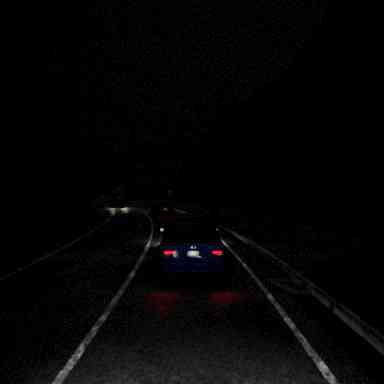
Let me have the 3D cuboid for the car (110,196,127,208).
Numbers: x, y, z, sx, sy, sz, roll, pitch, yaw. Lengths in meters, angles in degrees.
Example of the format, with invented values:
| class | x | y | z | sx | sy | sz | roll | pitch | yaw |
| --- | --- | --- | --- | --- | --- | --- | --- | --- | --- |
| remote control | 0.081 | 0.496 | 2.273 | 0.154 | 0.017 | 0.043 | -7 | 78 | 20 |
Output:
| class | x | y | z | sx | sy | sz | roll | pitch | yaw |
| --- | --- | --- | --- | --- | --- | --- | --- | --- | --- |
| car | -10.108 | 1.282 | 45.553 | 1.882 | 1.535 | 5.008 | 2 | 0 | -20 |

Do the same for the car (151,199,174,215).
| class | x | y | z | sx | sy | sz | roll | pitch | yaw |
| --- | --- | --- | --- | --- | --- | --- | --- | --- | --- |
| car | -2.974 | 1.421 | 33.117 | 1.882 | 1.535 | 5.008 | 1 | 0 | -12 |

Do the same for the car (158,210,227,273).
| class | x | y | z | sx | sy | sz | roll | pitch | yaw |
| --- | --- | --- | --- | --- | --- | --- | --- | --- | --- |
| car | -0.064 | 1.525 | 10.521 | 2.033 | 1.411 | 5.357 | 0 | 0 | -2 |
